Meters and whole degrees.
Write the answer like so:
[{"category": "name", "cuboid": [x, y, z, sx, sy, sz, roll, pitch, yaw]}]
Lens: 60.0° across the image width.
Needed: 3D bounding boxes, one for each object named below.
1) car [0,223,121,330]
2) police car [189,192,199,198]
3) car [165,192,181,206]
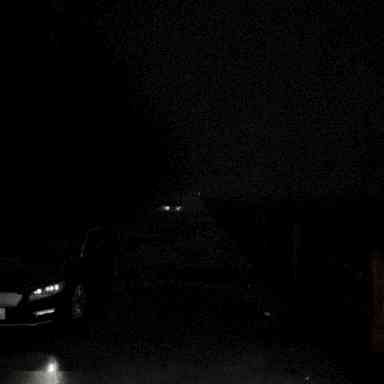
[{"category": "car", "cuboid": [-2.852, 1.489, 7.238, 2.128, 1.511, 4.902, 0, 0, 0]}, {"category": "police car", "cuboid": [0.959, 0.831, 95.580, 1.930, 1.638, 5.238, 0, 0, 0]}, {"category": "car", "cuboid": [-2.820, 1.051, 50.807, 2.150, 2.045, 5.566, 0, 0, 0]}]
